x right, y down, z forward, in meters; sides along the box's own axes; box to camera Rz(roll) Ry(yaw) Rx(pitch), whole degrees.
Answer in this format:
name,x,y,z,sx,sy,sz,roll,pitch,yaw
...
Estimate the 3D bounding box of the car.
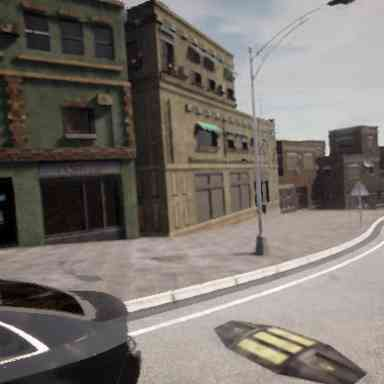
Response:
name,x,y,z,sx,sy,sz,roll,pitch,yaw
car,-2.734,1.527,2.283,4.892,1.490,1.837,0,0,-37
